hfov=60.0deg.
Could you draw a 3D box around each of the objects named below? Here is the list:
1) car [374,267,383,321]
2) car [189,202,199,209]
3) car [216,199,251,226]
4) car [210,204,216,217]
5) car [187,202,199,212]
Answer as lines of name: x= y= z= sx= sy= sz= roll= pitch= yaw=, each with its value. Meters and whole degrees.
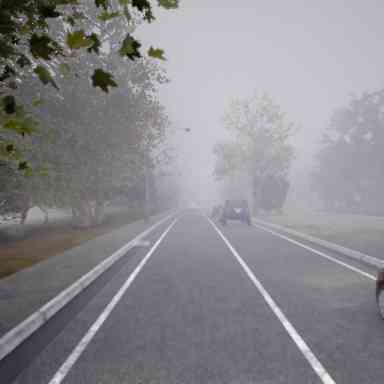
car: x=4.230 y=1.505 z=4.025 sx=1.882 sy=1.535 sz=5.008 roll=0 pitch=0 yaw=0
car: x=0.453 y=3.121 z=79.090 sx=2.128 sy=1.511 sz=4.902 roll=0 pitch=-1 yaw=2
car: x=3.353 y=1.562 z=26.650 sx=2.150 sy=2.045 sz=5.566 roll=0 pitch=-2 yaw=1
car: x=3.373 y=2.252 z=41.253 sx=1.837 sy=1.490 sz=4.892 roll=0 pitch=-1 yaw=1
car: x=0.160 y=2.433 z=55.474 sx=1.812 sy=1.442 sz=4.674 roll=1 pitch=2 yaw=0
